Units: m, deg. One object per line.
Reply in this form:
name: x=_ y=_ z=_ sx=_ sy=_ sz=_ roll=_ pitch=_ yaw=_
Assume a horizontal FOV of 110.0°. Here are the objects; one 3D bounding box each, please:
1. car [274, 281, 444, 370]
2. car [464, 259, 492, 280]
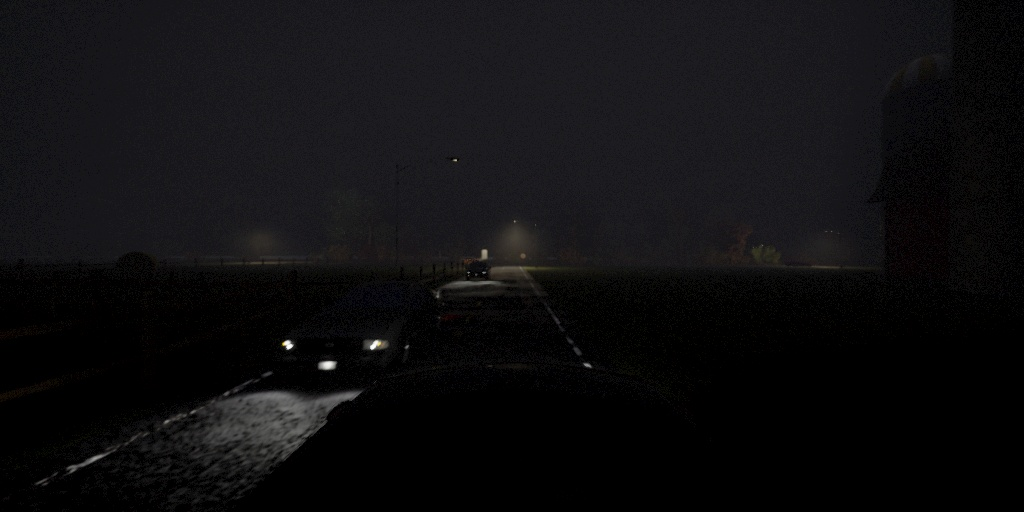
car: x=-2.838 y=1.291 z=8.180 sx=2.033 sy=1.411 sz=5.357 roll=0 pitch=0 yaw=0
car: x=-2.784 y=1.230 z=30.421 sx=1.837 sy=1.490 sz=4.892 roll=0 pitch=0 yaw=1
